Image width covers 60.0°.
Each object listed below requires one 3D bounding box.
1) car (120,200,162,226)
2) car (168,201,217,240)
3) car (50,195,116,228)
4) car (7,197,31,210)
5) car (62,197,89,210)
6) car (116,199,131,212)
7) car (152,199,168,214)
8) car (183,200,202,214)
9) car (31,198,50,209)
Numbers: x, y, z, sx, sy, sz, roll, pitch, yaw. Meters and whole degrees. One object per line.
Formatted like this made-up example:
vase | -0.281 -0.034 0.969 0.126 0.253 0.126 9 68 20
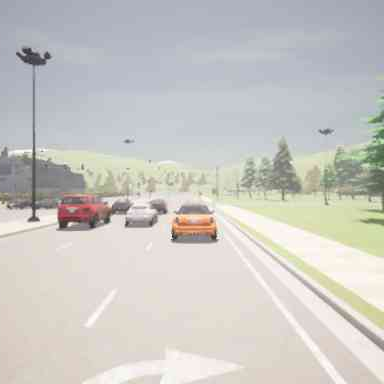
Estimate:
car | -3.431 1.508 23.162 1.812 1.442 4.674 0 0 1
car | 0.103 1.340 17.029 2.097 1.767 4.553 0 0 0
car | -6.939 1.202 21.947 2.150 2.045 5.566 0 0 1
car | -22.161 1.456 43.274 2.128 1.511 4.902 0 0 -1
car | -15.163 1.472 43.465 1.837 1.490 4.892 0 0 -1
car | -6.991 1.464 34.641 2.128 1.511 4.902 0 0 0
car | -3.491 1.451 34.622 1.882 1.535 5.008 0 0 0
car | 0.066 1.573 35.483 1.895 1.301 4.718 0 0 0
car | -18.660 1.529 43.314 1.994 1.385 4.181 0 0 -1
